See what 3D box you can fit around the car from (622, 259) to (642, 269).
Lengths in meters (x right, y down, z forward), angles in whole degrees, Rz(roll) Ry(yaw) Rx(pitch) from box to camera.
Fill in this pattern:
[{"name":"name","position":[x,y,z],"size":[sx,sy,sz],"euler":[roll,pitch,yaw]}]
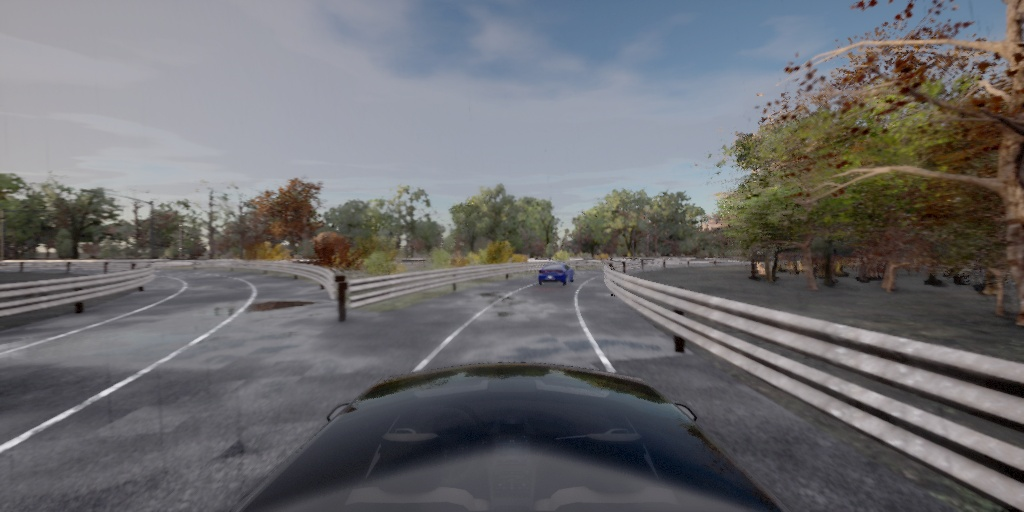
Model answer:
[{"name":"car","position":[18.035,1.203,53.762],"size":[1.812,1.442,4.674],"euler":[-1,-1,40]}]

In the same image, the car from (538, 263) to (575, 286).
[{"name":"car","position":[3.252,1.232,25.582],"size":[1.882,1.535,5.008],"euler":[-2,-1,18]}]
